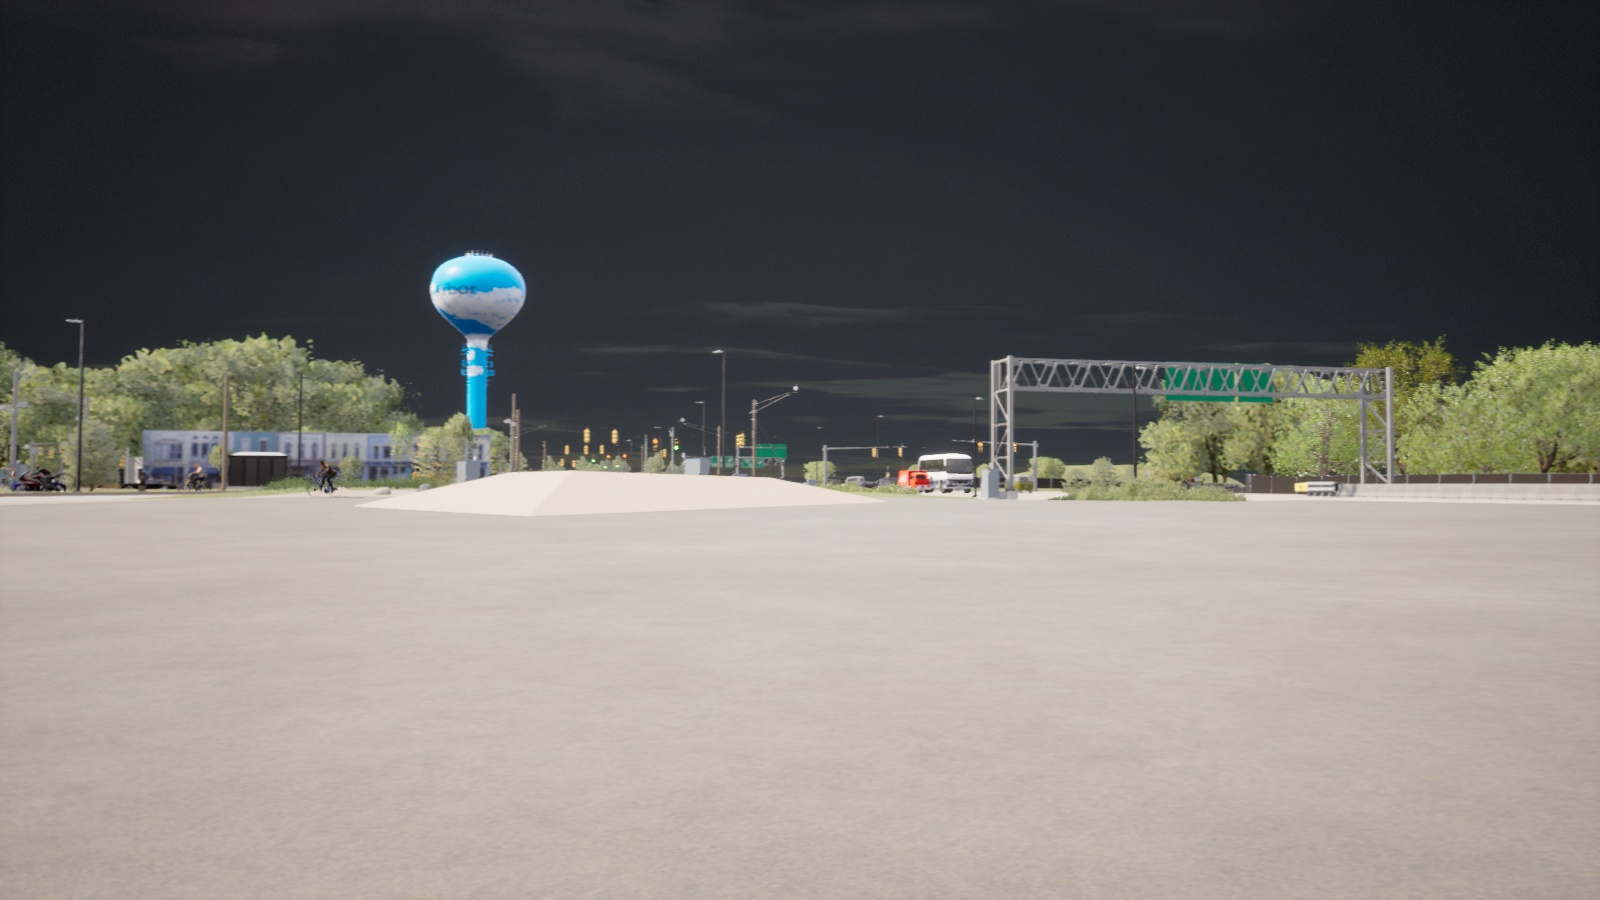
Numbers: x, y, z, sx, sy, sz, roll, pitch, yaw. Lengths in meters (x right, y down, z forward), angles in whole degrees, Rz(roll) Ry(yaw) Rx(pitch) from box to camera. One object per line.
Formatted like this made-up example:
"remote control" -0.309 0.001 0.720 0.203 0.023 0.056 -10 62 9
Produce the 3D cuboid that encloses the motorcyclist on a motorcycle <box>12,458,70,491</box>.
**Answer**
"motorcyclist on a motorcycle" -36.139 1.193 59.807 2.191 1.530 0.866 1 -3 -20

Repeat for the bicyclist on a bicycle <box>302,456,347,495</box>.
"bicyclist on a bicycle" -20.110 1.066 53.140 0.582 1.620 1.656 1 -1 37
